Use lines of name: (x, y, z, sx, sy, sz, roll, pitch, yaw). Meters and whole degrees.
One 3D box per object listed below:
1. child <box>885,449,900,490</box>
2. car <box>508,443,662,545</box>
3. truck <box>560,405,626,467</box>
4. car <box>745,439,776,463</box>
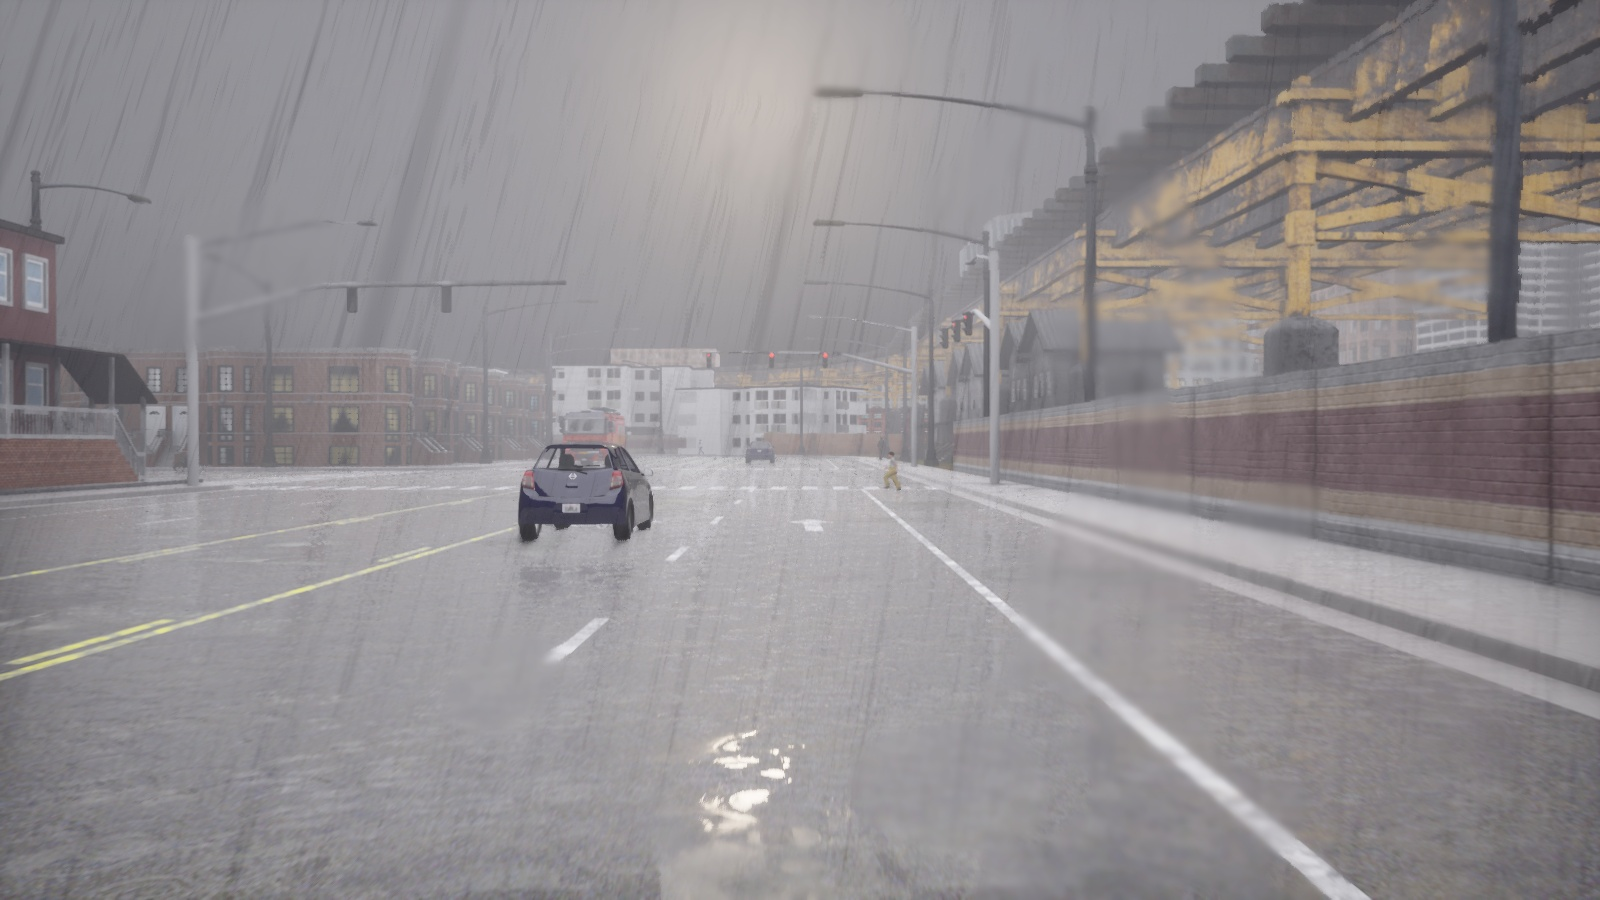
child: (2.900, 0.609, 39.258, 0.437, 1.263, 0.270, 0, 0, 9)
car: (-3.369, 0.643, 20.299, 1.845, 1.501, 3.633, 0, 0, 0)
truck: (-13.511, -0.893, 82.494, 2.891, 3.827, 8.468, 0, 0, 0)
car: (-2.945, 0.073, 94.176, 2.097, 1.767, 4.553, 0, 0, 0)
